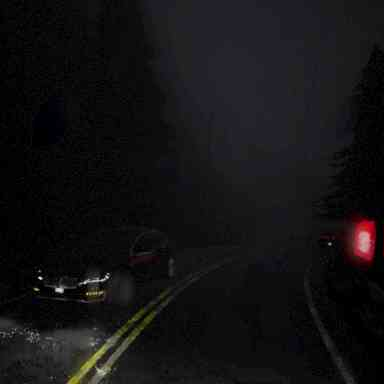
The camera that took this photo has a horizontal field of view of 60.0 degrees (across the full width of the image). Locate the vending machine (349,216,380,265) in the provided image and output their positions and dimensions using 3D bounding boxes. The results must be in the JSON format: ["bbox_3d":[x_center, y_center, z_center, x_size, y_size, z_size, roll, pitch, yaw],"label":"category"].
[{"bbox_3d":[8.232,2.253,15.864,1.100,2.100,0.880,5,1,32],"label":"vending machine"}]

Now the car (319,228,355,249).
[{"bbox_3d":[10.968,3.559,24.758,1.837,1.490,4.892,-1,-6,38],"label":"car"}]

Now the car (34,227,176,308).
[{"bbox_3d":[-1.834,1.704,8.574,1.837,1.490,4.892,-1,-3,16],"label":"car"}]

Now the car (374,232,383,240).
[{"bbox_3d":[21.354,5.326,37.787,1.837,1.490,4.892,-1,-7,38],"label":"car"}]
